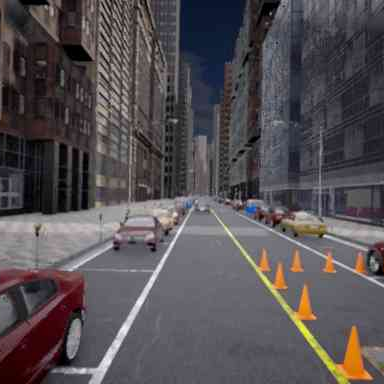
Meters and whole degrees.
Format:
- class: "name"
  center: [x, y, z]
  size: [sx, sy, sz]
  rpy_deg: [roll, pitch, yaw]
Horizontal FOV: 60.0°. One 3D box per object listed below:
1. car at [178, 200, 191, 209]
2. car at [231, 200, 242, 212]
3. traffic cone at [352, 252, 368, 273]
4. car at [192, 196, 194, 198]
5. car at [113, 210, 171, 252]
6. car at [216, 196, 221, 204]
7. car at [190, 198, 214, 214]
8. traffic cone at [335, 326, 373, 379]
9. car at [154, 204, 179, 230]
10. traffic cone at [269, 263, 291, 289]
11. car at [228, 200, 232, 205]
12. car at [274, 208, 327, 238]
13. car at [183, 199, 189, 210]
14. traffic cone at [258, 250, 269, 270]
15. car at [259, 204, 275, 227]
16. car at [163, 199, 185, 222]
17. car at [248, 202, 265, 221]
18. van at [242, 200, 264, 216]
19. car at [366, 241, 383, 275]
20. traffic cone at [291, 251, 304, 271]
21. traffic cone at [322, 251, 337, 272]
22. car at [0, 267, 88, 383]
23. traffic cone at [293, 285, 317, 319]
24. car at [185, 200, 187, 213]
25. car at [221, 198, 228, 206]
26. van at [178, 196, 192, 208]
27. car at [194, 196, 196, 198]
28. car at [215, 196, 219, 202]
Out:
- class: "car"
  center: [-1.205, 1.975, 53.528]
  size: [1.802, 1.307, 4.206]
  rpy_deg: [2, 0, 1]
- class: "car"
  center: [7.183, 2.083, 47.733]
  size: [1.887, 1.381, 4.507]
  rpy_deg: [2, 0, 1]
- class: "traffic cone"
  center: [5.177, 2.154, 10.251]
  size: [0.340, 0.580, 0.340]
  rpy_deg: [1, 0, 3]
- class: "car"
  center: [-1.067, 1.881, 59.129]
  size: [1.967, 1.590, 4.097]
  rpy_deg: [2, 0, 1]
- class: "car"
  center: [-2.144, 1.646, 14.328]
  size: [1.802, 1.307, 4.206]
  rpy_deg: [2, 0, 1]
- class: "car"
  center: [8.121, 2.436, 86.935]
  size: [1.947, 1.339, 4.313]
  rpy_deg: [1, 0, 1]
- class: "car"
  center: [1.236, 1.835, 40.120]
  size: [2.128, 1.511, 4.902]
  rpy_deg: [1, 0, 1]
- class: "traffic cone"
  center: [2.093, 2.037, 4.307]
  size: [0.340, 0.580, 0.340]
  rpy_deg: [1, 0, 1]
- class: "car"
  center: [-2.012, 1.635, 19.759]
  size: [1.752, 1.417, 4.829]
  rpy_deg: [2, 0, 1]
- class: "traffic cone"
  center: [2.188, 2.071, 8.305]
  size: [0.340, 0.580, 0.340]
  rpy_deg: [1, 0, 1]
- class: "car"
  center: [7.319, 2.026, 53.334]
  size: [1.967, 1.590, 4.097]
  rpy_deg: [2, 0, 1]
- class: "car"
  center: [6.516, 1.830, 19.901]
  size: [1.752, 1.417, 4.829]
  rpy_deg: [2, 0, 1]
- class: "car"
  center: [-1.607, 1.797, 36.729]
  size: [1.887, 1.381, 4.507]
  rpy_deg: [2, 0, 1]
- class: "traffic cone"
  center: [2.236, 2.088, 10.305]
  size: [0.340, 0.580, 0.340]
  rpy_deg: [1, 0, 1]
- class: "car"
  center: [6.646, 1.895, 25.331]
  size: [1.887, 1.381, 4.507]
  rpy_deg: [2, 0, 1]
- class: "car"
  center: [-1.872, 1.598, 25.529]
  size: [1.967, 1.590, 4.097]
  rpy_deg: [2, 0, 1]
- class: "car"
  center: [6.780, 1.942, 30.931]
  size: [1.887, 1.381, 4.507]
  rpy_deg: [2, 0, 1]
- class: "van"
  center: [6.920, 1.785, 36.533]
  size: [1.690, 1.788, 3.998]
  rpy_deg: [2, 0, 1]
- class: "car"
  center: [6.246, 1.649, 8.530]
  size: [1.967, 1.590, 4.097]
  rpy_deg: [2, 0, 1]
- class: "traffic cone"
  center: [3.236, 2.110, 10.280]
  size: [0.340, 0.580, 0.340]
  rpy_deg: [1, 0, 1]
- class: "traffic cone"
  center: [4.235, 2.133, 10.256]
  size: [0.340, 0.580, 0.340]
  rpy_deg: [1, 0, 1]
- class: "car"
  center: [-2.411, 1.515, 3.129]
  size: [1.887, 1.381, 4.507]
  rpy_deg: [2, 0, 1]
- class: "traffic cone"
  center: [2.140, 2.054, 6.306]
  size: [0.340, 0.580, 0.340]
  rpy_deg: [1, 0, 1]
- class: "car"
  center: [-1.741, 1.750, 31.128]
  size: [1.887, 1.381, 4.507]
  rpy_deg: [2, 0, 1]
- class: "car"
  center: [7.719, 2.272, 70.134]
  size: [1.887, 1.381, 4.507]
  rpy_deg: [2, 0, 1]
- class: "van"
  center: [-1.333, 1.688, 47.931]
  size: [1.690, 1.788, 3.998]
  rpy_deg: [2, 0, 1]
- class: "car"
  center: [-0.799, 1.975, 70.329]
  size: [1.967, 1.590, 4.097]
  rpy_deg: [2, 0, 1]
- class: "car"
  center: [8.254, 2.485, 92.535]
  size: [1.947, 1.339, 4.313]
  rpy_deg: [1, 0, 1]
